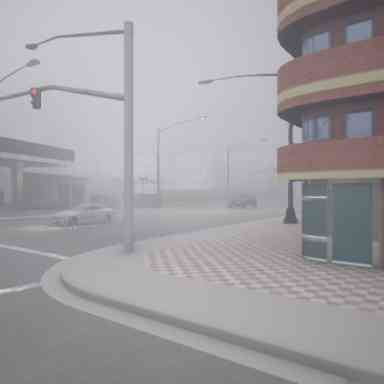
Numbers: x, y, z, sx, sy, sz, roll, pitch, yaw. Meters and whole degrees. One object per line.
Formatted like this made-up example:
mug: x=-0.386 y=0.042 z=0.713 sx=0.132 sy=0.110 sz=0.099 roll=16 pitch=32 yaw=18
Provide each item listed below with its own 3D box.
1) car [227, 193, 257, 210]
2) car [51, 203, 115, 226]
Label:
car: x=6.774 y=1.193 z=44.190 sx=2.150 sy=2.045 sz=5.566 roll=0 pitch=2 yaw=35
car: x=-7.579 y=1.559 z=23.481 sx=1.812 sy=1.442 sz=4.674 roll=0 pitch=1 yaw=35
